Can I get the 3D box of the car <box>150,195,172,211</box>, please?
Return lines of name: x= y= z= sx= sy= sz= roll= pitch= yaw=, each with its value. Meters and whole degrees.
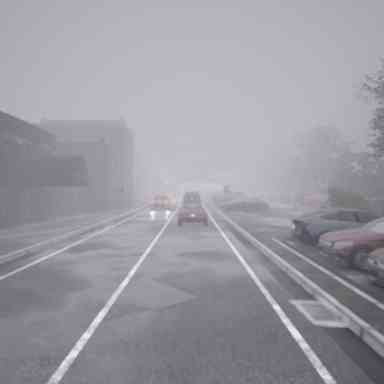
car: x=-3.428 y=1.095 z=36.912 sx=2.097 sy=1.767 sz=4.553 roll=0 pitch=1 yaw=0

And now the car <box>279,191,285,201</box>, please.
car: x=19.025 y=1.061 z=60.810 sx=4.792 sy=1.488 sz=2.163 roll=0 pitch=1 yaw=0

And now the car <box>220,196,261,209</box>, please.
car: x=5.992 y=1.263 z=41.325 sx=4.792 sy=1.488 sz=2.163 roll=0 pitch=1 yaw=0

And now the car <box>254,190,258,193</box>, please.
car: x=19.040 y=0.627 z=85.871 sx=4.553 sy=1.767 sz=2.185 roll=0 pitch=1 yaw=0

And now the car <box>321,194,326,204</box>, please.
car: x=19.074 y=1.106 z=41.439 sx=4.553 sy=1.767 sz=2.185 roll=0 pitch=1 yaw=0

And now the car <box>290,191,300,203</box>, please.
car: x=19.078 y=0.866 z=52.577 sx=5.566 sy=2.045 sz=2.435 roll=0 pitch=1 yaw=0

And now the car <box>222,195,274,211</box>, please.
car: x=5.974 y=1.330 z=35.901 sx=4.674 sy=1.452 sz=2.002 roll=1 pitch=1 yaw=0

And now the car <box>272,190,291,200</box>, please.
car: x=19.090 y=0.847 z=66.377 sx=4.553 sy=1.767 sz=2.185 roll=0 pitch=1 yaw=0

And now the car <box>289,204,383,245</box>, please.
car: x=6.164 y=1.363 z=12.565 sx=4.792 sy=1.488 sz=2.163 roll=0 pitch=0 yaw=0

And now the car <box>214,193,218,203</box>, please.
car: x=5.937 y=1.206 z=46.891 sx=4.792 sy=1.488 sz=2.163 roll=0 pitch=1 yaw=0

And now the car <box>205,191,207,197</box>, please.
car: x=5.956 y=0.881 z=77.506 sx=4.792 sy=1.488 sz=2.163 roll=0 pitch=1 yaw=0

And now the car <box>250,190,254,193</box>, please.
car: x=19.044 y=0.469 z=88.654 sx=5.566 sy=2.045 sz=2.435 roll=0 pitch=1 yaw=0

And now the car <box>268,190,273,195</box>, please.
car: x=19.067 y=0.945 z=69.164 sx=4.892 sy=1.521 sz=2.231 roll=0 pitch=1 yaw=0

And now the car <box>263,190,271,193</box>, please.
car: x=19.034 y=0.661 z=71.945 sx=5.566 sy=2.045 sz=2.435 roll=0 pitch=1 yaw=0

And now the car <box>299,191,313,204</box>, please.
car: x=19.017 y=1.021 z=49.669 sx=4.553 sy=1.767 sz=2.185 roll=0 pitch=1 yaw=0

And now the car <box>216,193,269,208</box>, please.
car: x=5.775 y=1.259 z=38.542 sx=5.366 sy=1.575 sz=1.946 roll=0 pitch=1 yaw=0

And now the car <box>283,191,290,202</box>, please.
car: x=19.059 y=1.061 z=58.024 sx=5.008 sy=1.535 sz=2.097 roll=0 pitch=1 yaw=0

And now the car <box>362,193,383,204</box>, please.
car: x=19.008 y=1.164 z=35.744 sx=4.553 sy=1.767 sz=2.185 roll=0 pitch=1 yaw=0

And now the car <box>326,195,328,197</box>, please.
car: x=19.069 y=1.010 z=38.528 sx=5.566 sy=2.045 sz=2.435 roll=0 pitch=1 yaw=0

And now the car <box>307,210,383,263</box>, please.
car: x=6.128 y=1.397 z=9.739 sx=4.674 sy=1.452 sz=2.002 roll=0 pitch=1 yaw=0

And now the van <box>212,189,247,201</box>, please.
van: x=5.854 y=0.892 z=52.579 sx=4.442 sy=1.987 sz=1.878 roll=0 pitch=1 yaw=0

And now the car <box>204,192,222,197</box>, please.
car: x=6.002 y=0.653 z=94.205 sx=5.008 sy=1.535 sz=2.097 roll=0 pitch=1 yaw=0

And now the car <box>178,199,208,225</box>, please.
car: x=0.054 y=1.432 z=23.014 sx=1.994 sy=1.385 sz=4.181 roll=0 pitch=1 yaw=0

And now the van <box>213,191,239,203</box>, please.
van: x=5.857 y=0.837 z=58.021 sx=4.442 sy=1.987 sz=1.878 roll=0 pitch=1 yaw=0

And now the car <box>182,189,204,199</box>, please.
car: x=0.000 y=0.928 z=40.873 sx=2.150 sy=2.045 sz=5.566 roll=0 pitch=1 yaw=0

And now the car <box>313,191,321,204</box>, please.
car: x=19.076 y=1.077 z=44.224 sx=4.553 sy=1.767 sz=2.185 roll=0 pitch=1 yaw=0

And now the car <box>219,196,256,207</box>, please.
car: x=5.967 y=1.245 z=44.108 sx=4.674 sy=1.452 sz=2.002 roll=0 pitch=1 yaw=0

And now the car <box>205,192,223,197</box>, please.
car: x=5.989 y=0.687 z=91.422 sx=5.008 sy=1.535 sz=2.097 roll=0 pitch=1 yaw=0

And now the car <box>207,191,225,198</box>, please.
car: x=5.958 y=0.662 z=83.071 sx=4.553 sy=1.767 sz=2.185 roll=0 pitch=1 yaw=0

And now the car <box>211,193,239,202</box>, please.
car: x=5.969 y=1.034 z=60.807 sx=4.892 sy=1.521 sz=2.231 roll=0 pitch=1 yaw=0

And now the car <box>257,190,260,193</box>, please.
car: x=19.062 y=0.818 z=80.303 sx=5.008 sy=1.535 sz=2.097 roll=0 pitch=1 yaw=0

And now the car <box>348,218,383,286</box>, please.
car: x=6.119 y=1.421 z=6.914 sx=4.674 sy=1.452 sz=2.002 roll=0 pitch=0 yaw=0

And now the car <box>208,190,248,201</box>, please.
car: x=5.943 y=0.840 z=55.238 sx=5.566 sy=2.045 sz=2.435 roll=0 pitch=1 yaw=0

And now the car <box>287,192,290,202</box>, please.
car: x=19.237 y=1.085 z=55.364 sx=5.366 sy=1.575 sz=1.946 roll=0 pitch=1 yaw=0

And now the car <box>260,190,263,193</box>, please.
car: x=19.034 y=0.725 z=77.518 sx=4.553 sy=1.767 sz=2.185 roll=0 pitch=1 yaw=0

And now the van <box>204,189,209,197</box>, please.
van: x=5.870 y=0.593 z=80.350 sx=4.442 sy=1.987 sz=1.878 roll=0 pitch=1 yaw=0

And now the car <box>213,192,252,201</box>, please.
car: x=5.961 y=1.149 z=49.674 sx=4.892 sy=1.521 sz=2.231 roll=0 pitch=1 yaw=0
